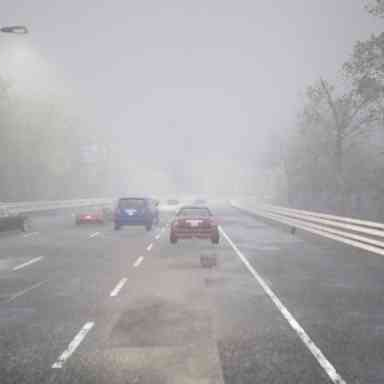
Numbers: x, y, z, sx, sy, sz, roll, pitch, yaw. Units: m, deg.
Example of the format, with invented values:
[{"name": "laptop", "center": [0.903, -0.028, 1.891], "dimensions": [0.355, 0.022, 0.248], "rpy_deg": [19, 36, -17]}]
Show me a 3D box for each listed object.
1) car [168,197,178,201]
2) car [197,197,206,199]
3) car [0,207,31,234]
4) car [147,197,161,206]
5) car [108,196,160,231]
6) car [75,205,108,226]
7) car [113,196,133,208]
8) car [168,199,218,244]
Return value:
[{"name": "car", "center": [-3.370, 1.640, 60.510], "dimensions": [1.882, 1.535, 5.008], "rpy_deg": [0, 0, 0]}, {"name": "car", "center": [1.735, 1.640, 60.482], "dimensions": [1.882, 1.535, 5.008], "rpy_deg": [0, 0, 6]}, {"name": "car", "center": [-10.392, 1.541, 17.618], "dimensions": [2.128, 1.511, 4.902], "rpy_deg": [0, 0, 0]}, {"name": "car", "center": [-6.871, 1.640, 60.126], "dimensions": [1.882, 1.535, 5.008], "rpy_deg": [0, 0, 0]}, {"name": "car", "center": [-3.390, 1.280, 21.045], "dimensions": [2.150, 2.045, 5.566], "rpy_deg": [0, 0, 0]}, {"name": "car", "center": [-6.888, 1.630, 24.098], "dimensions": [1.994, 1.385, 4.181], "rpy_deg": [0, 0, 0]}, {"name": "car", "center": [-10.377, 1.488, 50.432], "dimensions": [2.097, 1.767, 4.553], "rpy_deg": [0, 0, 0]}, {"name": "car", "center": [0.108, 1.395, 16.297], "dimensions": [2.097, 1.767, 4.553], "rpy_deg": [0, 0, 0]}]
